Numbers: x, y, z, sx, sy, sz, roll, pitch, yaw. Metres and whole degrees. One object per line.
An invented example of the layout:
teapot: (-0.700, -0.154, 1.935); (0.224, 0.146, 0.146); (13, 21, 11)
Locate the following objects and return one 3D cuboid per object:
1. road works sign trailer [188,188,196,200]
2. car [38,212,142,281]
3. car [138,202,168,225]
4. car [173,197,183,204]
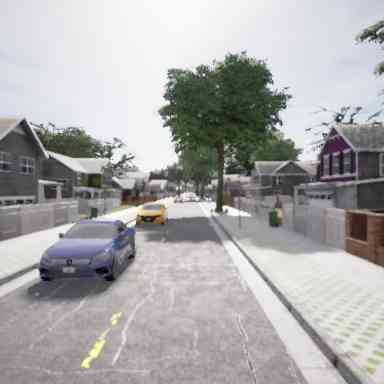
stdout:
road works sign trailer: (-0.020, 0.460, 94.464); (2.380, 3.560, 2.880); (0, 1, 0)
car: (-2.854, 1.547, 10.049); (1.812, 1.442, 4.674); (0, 0, 0)
car: (-2.825, 1.518, 24.389); (1.882, 1.535, 5.008); (0, 0, 1)
car: (-2.757, 1.617, 67.245); (2.033, 1.411, 5.357); (0, 0, 0)
